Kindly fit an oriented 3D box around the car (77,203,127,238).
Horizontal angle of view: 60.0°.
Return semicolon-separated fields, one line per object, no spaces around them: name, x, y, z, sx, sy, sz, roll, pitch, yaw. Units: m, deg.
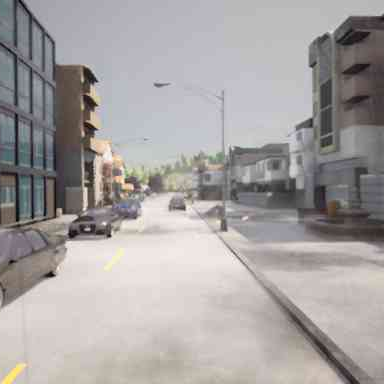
car;-4.877;1.522;17.265;1.994;1.385;4.181;0;0;-2

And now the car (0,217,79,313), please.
car;-4.408;1.546;7.418;2.033;1.411;5.357;0;0;-3

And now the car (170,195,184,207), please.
car;-2.160;1.275;48.223;1.882;1.535;5.008;0;1;-3

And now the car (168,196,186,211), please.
car;-1.650;1.406;37.493;1.994;1.385;4.181;0;0;-2

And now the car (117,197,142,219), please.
car;-5.348;1.267;27.419;2.097;1.767;4.553;0;0;-2
